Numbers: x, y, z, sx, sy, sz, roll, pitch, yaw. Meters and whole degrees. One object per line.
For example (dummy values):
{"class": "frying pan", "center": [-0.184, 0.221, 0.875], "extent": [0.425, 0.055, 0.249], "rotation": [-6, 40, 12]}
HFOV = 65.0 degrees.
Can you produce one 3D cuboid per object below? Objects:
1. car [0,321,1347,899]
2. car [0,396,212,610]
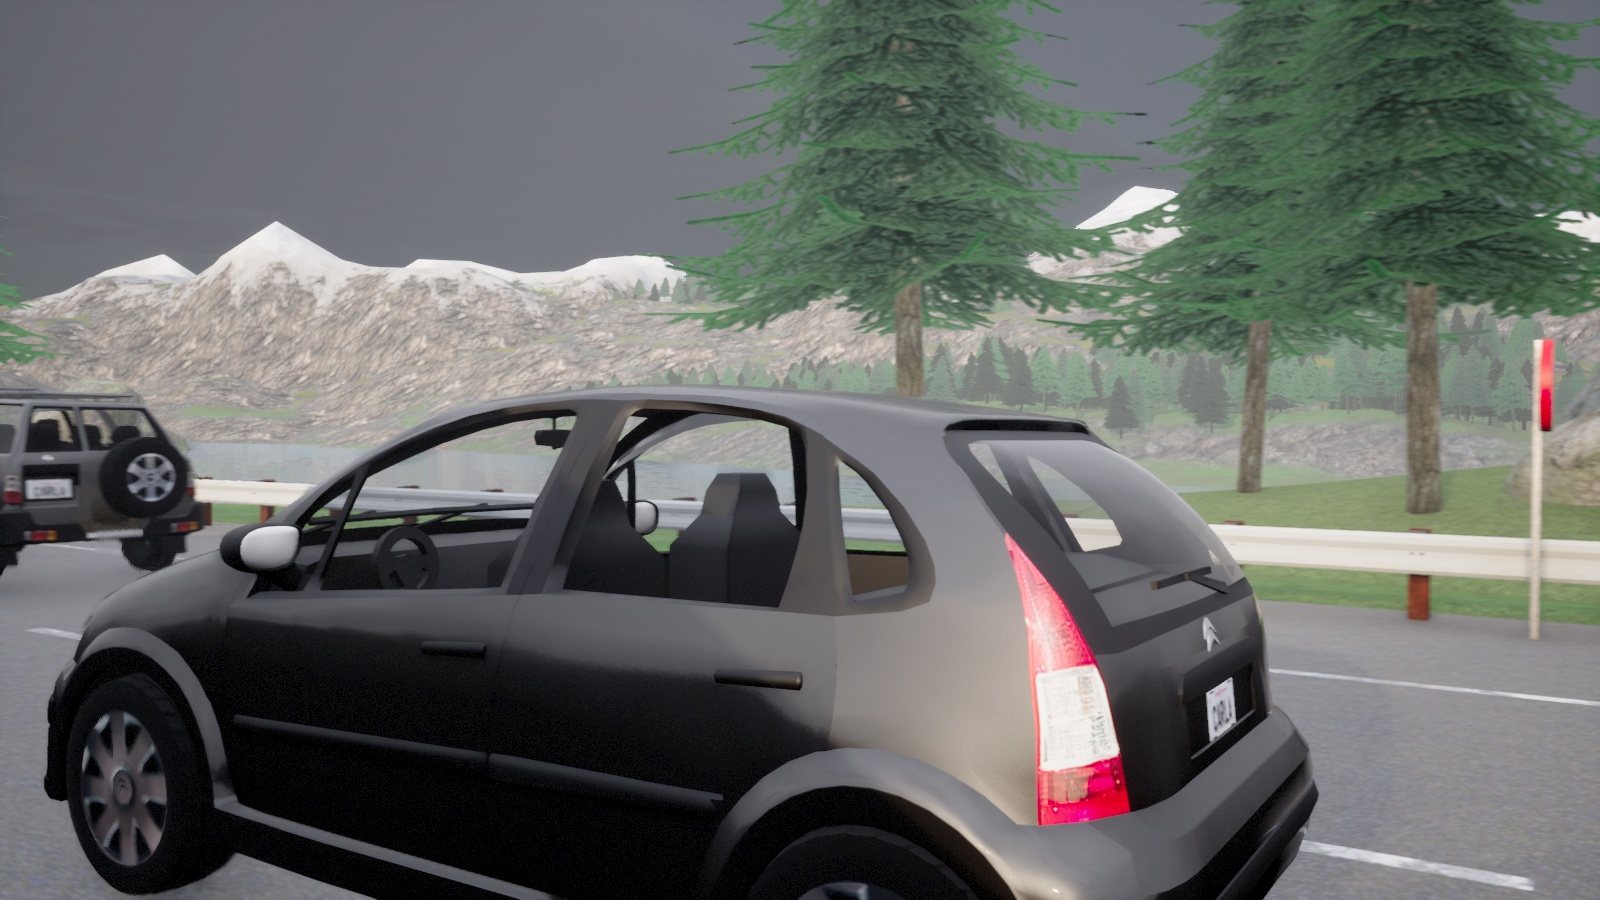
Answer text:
{"class": "car", "center": [-0.587, 0.579, 3.954], "extent": [3.988, 1.617, 1.851], "rotation": [0, 1, 33]}
{"class": "car", "center": [-8.331, 0.444, 12.896], "extent": [4.605, 1.855, 1.932], "rotation": [0, 1, 32]}
